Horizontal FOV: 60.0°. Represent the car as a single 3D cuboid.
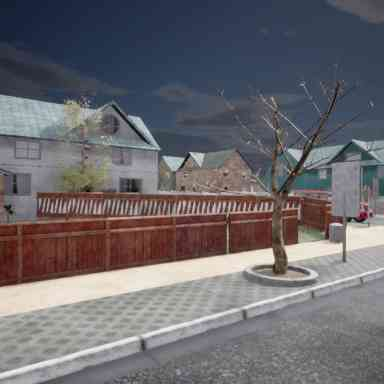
[{"bbox_3d":[9.387,0.941,22.998,2.150,2.045,5.566,1,1,-36],"label":"car"}]
